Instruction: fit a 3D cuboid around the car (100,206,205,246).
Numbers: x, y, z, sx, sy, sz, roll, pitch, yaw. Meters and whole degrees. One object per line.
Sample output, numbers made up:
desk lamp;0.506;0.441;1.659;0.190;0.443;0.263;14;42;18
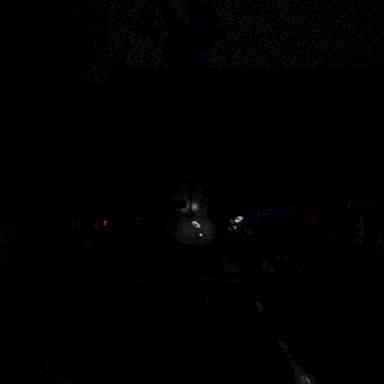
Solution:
car;-1.698;1.412;15.080;4.553;1.767;2.097;0;-1;-1

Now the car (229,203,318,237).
car;4.300;1.423;18.090;4.553;1.767;2.097;0;-1;-1
